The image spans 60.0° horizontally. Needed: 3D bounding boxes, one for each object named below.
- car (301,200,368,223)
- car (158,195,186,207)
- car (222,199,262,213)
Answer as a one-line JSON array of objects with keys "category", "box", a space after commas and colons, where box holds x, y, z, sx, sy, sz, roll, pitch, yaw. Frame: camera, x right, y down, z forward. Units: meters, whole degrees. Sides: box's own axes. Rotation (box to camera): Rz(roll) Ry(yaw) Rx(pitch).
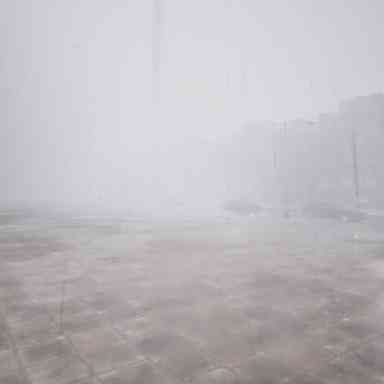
[{"category": "car", "box": [10.690, 1.426, 25.273, 1.837, 1.490, 4.892, -2, 2, -35]}, {"category": "car", "box": [-2.708, 1.150, 44.270, 2.128, 1.511, 4.902, -2, 2, -35]}, {"category": "car", "box": [4.952, 1.376, 33.395, 1.994, 1.385, 4.181, -2, 2, -36]}]
